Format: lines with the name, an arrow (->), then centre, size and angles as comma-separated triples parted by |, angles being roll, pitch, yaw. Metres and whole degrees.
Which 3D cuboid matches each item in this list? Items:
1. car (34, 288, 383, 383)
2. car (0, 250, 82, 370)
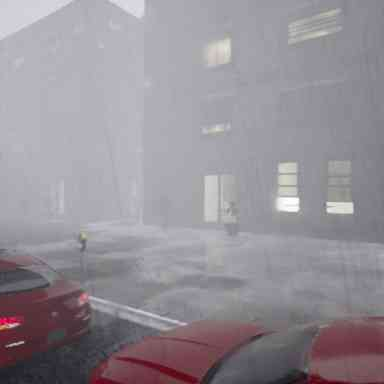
car -> 1.191, 1.545, 2.021 | 4.507, 1.381, 1.887 | 0, 0, 35
car -> -3.328, 1.591, 5.240 | 4.206, 1.307, 1.802 | 0, 0, 35
